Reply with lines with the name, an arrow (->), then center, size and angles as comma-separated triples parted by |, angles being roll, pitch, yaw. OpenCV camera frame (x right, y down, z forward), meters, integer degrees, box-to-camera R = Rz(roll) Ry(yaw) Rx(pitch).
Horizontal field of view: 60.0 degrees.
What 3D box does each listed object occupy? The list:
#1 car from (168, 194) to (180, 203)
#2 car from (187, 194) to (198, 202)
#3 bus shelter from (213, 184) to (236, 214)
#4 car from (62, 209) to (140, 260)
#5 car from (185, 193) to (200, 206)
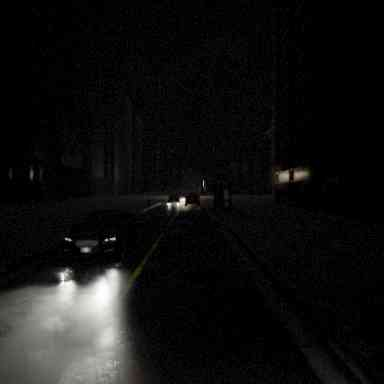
car -> -3.007, 1.095, 56.086 | 1.837, 1.490, 4.892 | 0, 1, 1
car -> 0.078, 1.107, 61.932 | 1.994, 1.385, 4.181 | 0, 0, 1
bus shelter -> 3.151, 0.645, 33.024 | 1.920, 2.740, 3.880 | 0, 0, 0
car -> -3.090, 1.407, 12.138 | 2.128, 1.511, 4.902 | 0, 0, 0
car -> 0.085, 1.016, 46.904 | 2.097, 1.767, 4.553 | 0, 0, 1
